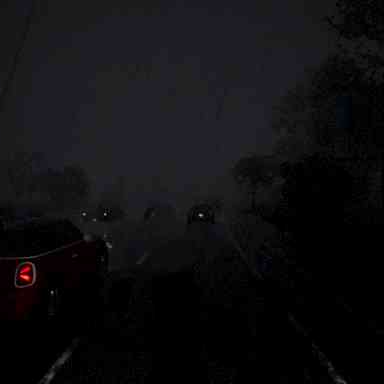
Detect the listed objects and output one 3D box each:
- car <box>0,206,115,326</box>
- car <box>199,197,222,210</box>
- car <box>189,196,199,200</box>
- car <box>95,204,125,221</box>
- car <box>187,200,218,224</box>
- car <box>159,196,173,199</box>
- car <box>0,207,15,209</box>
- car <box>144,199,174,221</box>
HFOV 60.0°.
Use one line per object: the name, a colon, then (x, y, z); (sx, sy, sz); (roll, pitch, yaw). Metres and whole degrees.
car: (-3.350, 1.350, 7.232); (2.097, 1.767, 4.553); (0, 0, 1)
car: (2.586, 1.348, 42.066); (2.097, 1.767, 4.553); (0, 0, 9)
car: (0.818, 1.532, 65.683); (1.994, 1.385, 4.181); (0, 0, 18)
car: (-6.494, 1.593, 24.799); (1.895, 1.301, 4.718); (0, 0, 4)
car: (0.731, 1.560, 24.910); (1.994, 1.385, 4.181); (0, 0, 3)
car: (-4.693, 1.481, 59.287); (1.837, 1.490, 4.892); (0, 0, 15)
car: (-10.302, 1.540, 18.779); (2.033, 1.411, 5.357); (0, 0, 2)
car: (-2.646, 1.519, 26.925); (1.812, 1.442, 4.674); (0, 0, 4)
